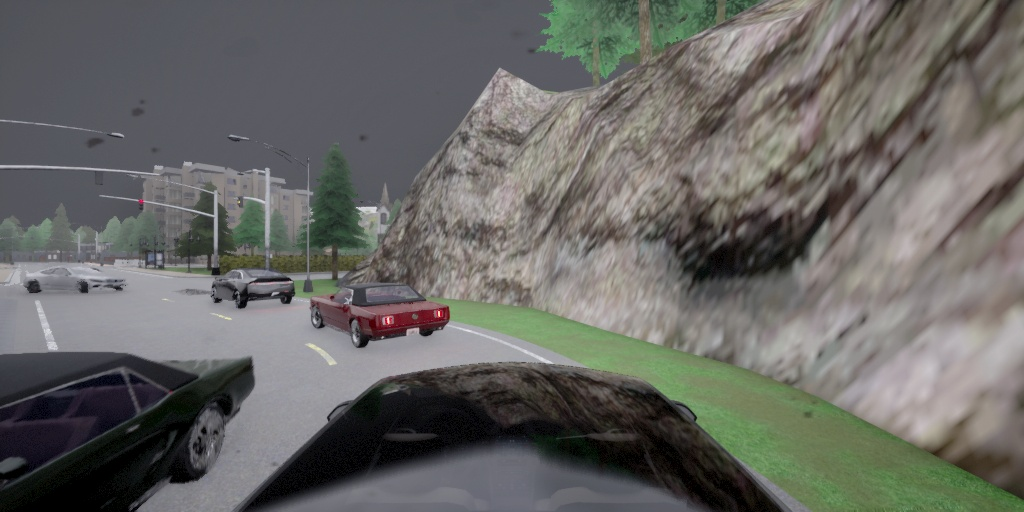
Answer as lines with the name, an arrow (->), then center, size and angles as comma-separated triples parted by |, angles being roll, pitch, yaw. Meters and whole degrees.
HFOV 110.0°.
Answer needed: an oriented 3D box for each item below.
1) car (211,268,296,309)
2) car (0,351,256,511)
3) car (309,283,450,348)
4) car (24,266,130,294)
car -> -10.967, 1.241, 15.095 | 4.902, 1.511, 2.128 | 0, 0, 37
car -> -3.351, 1.351, 1.749 | 1.895, 1.301, 4.718 | 0, 0, -13
car -> -3.683, 1.351, 9.361 | 1.895, 1.301, 4.718 | 0, 0, -44
car -> -23.786, 1.276, 19.633 | 4.674, 1.442, 1.812 | 0, -2, 4
